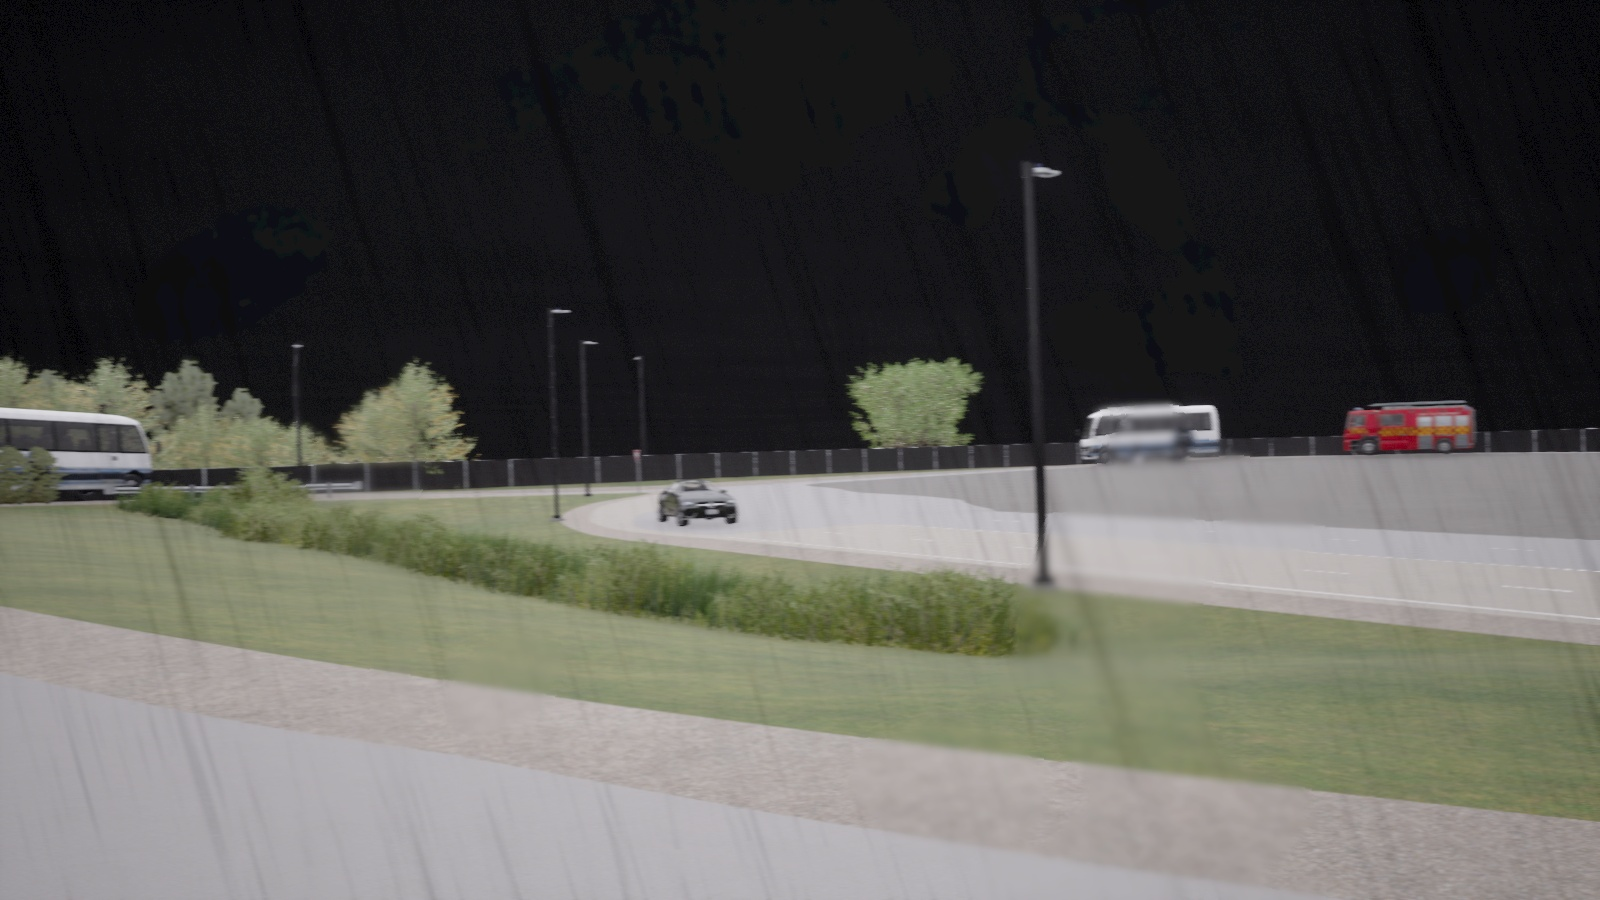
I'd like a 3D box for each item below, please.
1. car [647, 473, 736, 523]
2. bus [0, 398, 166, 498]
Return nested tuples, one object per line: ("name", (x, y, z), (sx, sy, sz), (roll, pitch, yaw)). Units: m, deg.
("car", (-4.182, 1.768, 47.498), (2.152, 1.651, 5.027), (-1, 0, -19))
("bus", (-35.086, 0.072, 58.838), (3.944, 4.253, 10.273), (-2, -2, 12))
